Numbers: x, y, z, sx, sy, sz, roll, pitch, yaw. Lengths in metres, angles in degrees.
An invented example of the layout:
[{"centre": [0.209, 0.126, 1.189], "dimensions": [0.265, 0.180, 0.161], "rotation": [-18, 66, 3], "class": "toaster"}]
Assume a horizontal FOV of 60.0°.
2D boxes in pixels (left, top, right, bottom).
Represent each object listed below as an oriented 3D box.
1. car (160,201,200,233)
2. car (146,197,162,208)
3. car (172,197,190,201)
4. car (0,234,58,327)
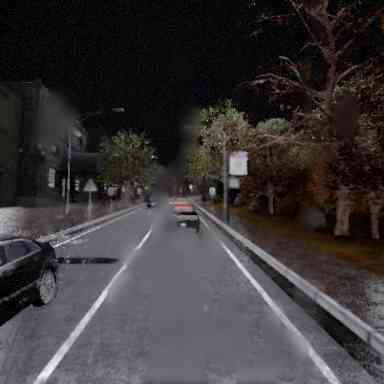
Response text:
[{"centre": [-0.550, 1.495, 19.705], "dimensions": [2.128, 1.511, 4.902], "rotation": [0, 0, -2], "class": "car"}, {"centre": [-5.273, 1.494, 46.730], "dimensions": [2.128, 1.511, 4.902], "rotation": [0, 0, -2], "class": "car"}, {"centre": [-1.244, 1.354, 37.718], "dimensions": [2.097, 1.767, 4.553], "rotation": [0, 0, -2], "class": "car"}, {"centre": [-3.730, 1.497, 5.191], "dimensions": [2.128, 1.511, 4.902], "rotation": [0, 0, -1], "class": "car"}]
